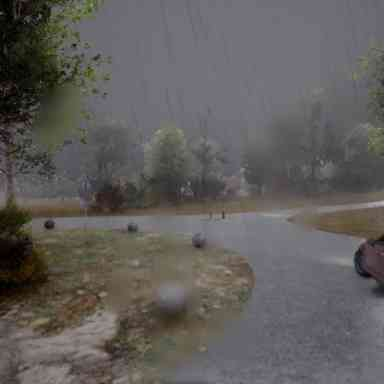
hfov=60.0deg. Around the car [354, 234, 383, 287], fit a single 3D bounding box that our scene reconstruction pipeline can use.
[{"bbox_3d":[4.883,1.469,6.974,1.812,1.442,4.674,0,0,14],"label":"car"}]
